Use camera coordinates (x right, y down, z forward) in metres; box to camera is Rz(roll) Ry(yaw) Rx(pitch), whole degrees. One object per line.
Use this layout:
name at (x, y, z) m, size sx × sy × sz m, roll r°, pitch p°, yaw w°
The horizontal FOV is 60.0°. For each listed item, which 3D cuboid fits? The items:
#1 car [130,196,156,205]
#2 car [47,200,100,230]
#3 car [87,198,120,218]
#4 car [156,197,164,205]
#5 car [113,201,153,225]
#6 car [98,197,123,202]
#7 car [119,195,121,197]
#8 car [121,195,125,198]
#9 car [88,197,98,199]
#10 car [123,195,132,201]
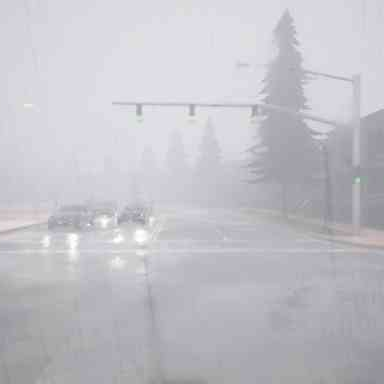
car at (-4.801, 1.445, 32.863) m, size 1.882 × 1.535 × 5.008 m, roll 0°, pitch 0°, yaw -8°
car at (-7.492, 1.477, 21.060) m, size 1.837 × 1.490 × 4.892 m, roll 0°, pitch 0°, yaw -2°
car at (-8.017, 1.529, 29.883) m, size 1.994 × 1.385 × 4.181 m, roll 0°, pitch 0°, yaw -4°
car at (-6.714, 1.546, 57.179) m, size 1.895 × 1.301 × 4.718 m, roll 0°, pitch 0°, yaw -36°
car at (-4.080, 1.576, 23.707) m, size 1.895 × 1.301 × 4.718 m, roll 0°, pitch 0°, yaw -3°
car at (-9.860, 1.555, 39.874) m, size 1.895 × 1.301 × 4.718 m, roll 0°, pitch 0°, yaw -19°
car at (-16.093, 1.529, 62.474) m, size 4.718 × 1.301 × 1.895 m, roll 0°, pitch 0°, yaw 41°
car at (-9.315, 1.421, 54.804) m, size 1.882 × 1.535 × 5.008 m, roll 0°, pitch 0°, yaw -36°
car at (-14.331, 1.432, 49.375) m, size 2.128 × 1.511 × 4.902 m, roll 0°, pitch 0°, yaw -32°
car at (-7.231, 1.503, 42.964) m, size 2.033 × 1.411 × 5.357 m, roll 0°, pitch 0°, yaw -21°
